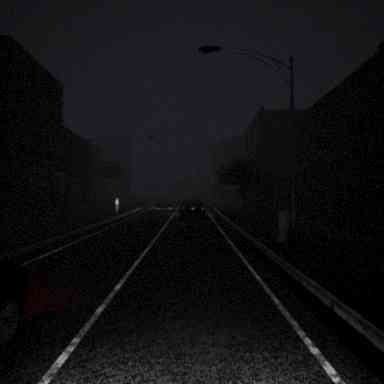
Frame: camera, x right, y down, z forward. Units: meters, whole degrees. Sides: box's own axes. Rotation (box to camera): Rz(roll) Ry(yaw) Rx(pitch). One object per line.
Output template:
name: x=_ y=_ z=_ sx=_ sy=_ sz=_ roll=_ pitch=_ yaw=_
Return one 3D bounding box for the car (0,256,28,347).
car: x=-3.599 y=1.497 z=3.481 sx=2.128 sy=1.511 sz=4.902 roll=0 pitch=0 yaw=0

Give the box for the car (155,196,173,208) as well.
car: x=-3.659 y=1.323 z=43.985 sx=1.812 sy=1.442 sz=4.674 roll=0 pitch=1 yaw=0

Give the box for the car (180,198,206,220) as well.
car: x=0.059 y=1.324 z=28.211 sx=2.097 sy=1.767 sz=4.553 roll=0 pitch=0 yaw=0
